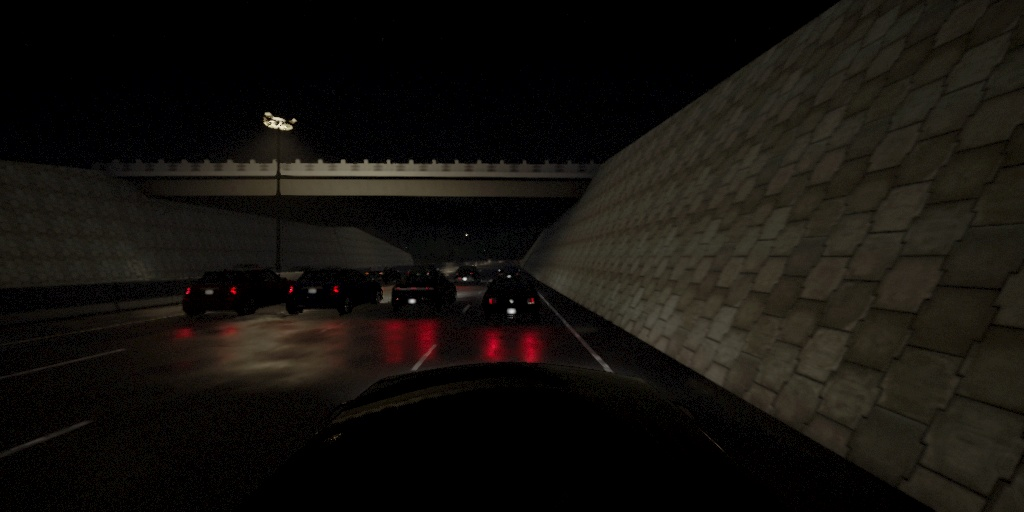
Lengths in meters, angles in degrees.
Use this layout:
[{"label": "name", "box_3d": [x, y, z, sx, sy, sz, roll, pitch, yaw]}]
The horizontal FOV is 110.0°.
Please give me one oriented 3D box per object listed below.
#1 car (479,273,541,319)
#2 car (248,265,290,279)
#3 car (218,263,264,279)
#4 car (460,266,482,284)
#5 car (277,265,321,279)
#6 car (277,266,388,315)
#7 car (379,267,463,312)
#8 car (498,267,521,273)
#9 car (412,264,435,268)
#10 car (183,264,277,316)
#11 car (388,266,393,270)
[{"label": "car", "box_3d": [-0.023, 1.474, 13.518, 1.895, 1.301, 4.718, 0, -1, 0]}, {"label": "car", "box_3d": [-28.509, 1.859, 42.297, 1.812, 1.442, 4.674, 0, -1, 0]}, {"label": "car", "box_3d": [-32.006, 1.707, 42.511, 2.097, 1.767, 4.553, 0, -1, 0]}, {"label": "car", "box_3d": [-3.707, 1.575, 30.420, 1.837, 1.490, 4.892, 0, -1, 0]}, {"label": "car", "box_3d": [-25.014, 1.863, 42.397, 2.033, 1.411, 5.357, 0, -1, 0]}, {"label": "car", "box_3d": [-7.037, 1.277, 14.733, 2.097, 1.767, 4.553, 0, -1, 0]}, {"label": "car", "box_3d": [-3.538, 1.400, 15.044, 2.128, 1.511, 4.902, 0, -1, 0]}, {"label": "car", "box_3d": [-0.211, 1.619, 30.840, 1.994, 1.385, 4.181, 0, -1, 0]}, {"label": "car", "box_3d": [-7.204, 1.436, 29.831, 2.097, 1.767, 4.553, 0, -1, 0]}, {"label": "car", "box_3d": [-10.536, 1.297, 14.577, 2.097, 1.767, 4.553, 0, 0, 0]}, {"label": "car", "box_3d": [-10.705, 1.597, 30.052, 2.128, 1.511, 4.902, 0, -1, 0]}]
